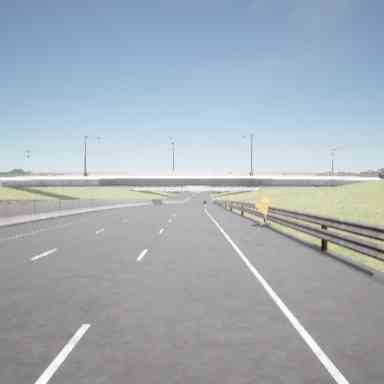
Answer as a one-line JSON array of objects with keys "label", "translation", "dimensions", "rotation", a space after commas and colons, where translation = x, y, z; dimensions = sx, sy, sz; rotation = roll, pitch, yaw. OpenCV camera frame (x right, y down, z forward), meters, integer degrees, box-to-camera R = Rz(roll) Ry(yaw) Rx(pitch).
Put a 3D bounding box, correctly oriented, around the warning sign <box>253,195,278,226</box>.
[{"label": "warning sign", "translation": [4.550, 1.118, 20.564], "dimensions": [1.300, 1.860, 1.060], "rotation": [0, 0, 0]}]
